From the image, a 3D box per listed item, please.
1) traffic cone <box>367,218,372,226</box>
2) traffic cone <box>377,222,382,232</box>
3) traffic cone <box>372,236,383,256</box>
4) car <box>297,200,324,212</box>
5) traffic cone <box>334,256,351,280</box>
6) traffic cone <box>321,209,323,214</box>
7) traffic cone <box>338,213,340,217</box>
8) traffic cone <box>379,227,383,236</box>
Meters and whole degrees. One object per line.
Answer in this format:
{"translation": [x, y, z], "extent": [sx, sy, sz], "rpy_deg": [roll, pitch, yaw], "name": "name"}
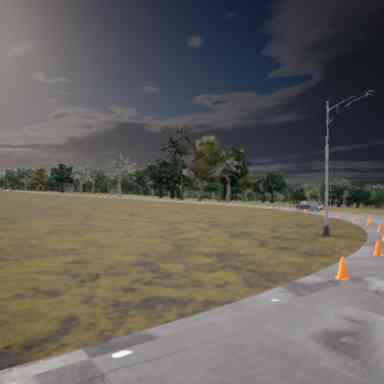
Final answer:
{"translation": [13.449, 2.248, 25.257], "extent": [0.340, 0.580, 0.340], "rpy_deg": [1, 0, 17], "name": "traffic cone"}
{"translation": [11.793, 2.199, 20.831], "extent": [0.340, 0.580, 0.340], "rpy_deg": [1, 0, 24], "name": "traffic cone"}
{"translation": [7.079, 2.094, 12.656], "extent": [0.340, 0.580, 0.340], "rpy_deg": [0, 0, 36], "name": "traffic cone"}
{"translation": [16.428, 1.933, 46.317], "extent": [2.128, 1.511, 4.902], "rpy_deg": [1, 0, -11], "name": "car"}
{"translation": [4.077, 2.044, 9.006], "extent": [0.340, 0.580, 0.340], "rpy_deg": [0, 0, 43], "name": "traffic cone"}
{"translation": [15.386, 2.347, 39.241], "extent": [0.340, 0.580, 0.340], "rpy_deg": [1, 0, -2], "name": "traffic cone"}
{"translation": [15.256, 2.323, 34.518], "extent": [0.340, 0.580, 0.340], "rpy_deg": [1, 0, 5], "name": "traffic cone"}
{"translation": [9.661, 2.146, 16.614], "extent": [0.340, 0.580, 0.340], "rpy_deg": [1, 0, 30], "name": "traffic cone"}
